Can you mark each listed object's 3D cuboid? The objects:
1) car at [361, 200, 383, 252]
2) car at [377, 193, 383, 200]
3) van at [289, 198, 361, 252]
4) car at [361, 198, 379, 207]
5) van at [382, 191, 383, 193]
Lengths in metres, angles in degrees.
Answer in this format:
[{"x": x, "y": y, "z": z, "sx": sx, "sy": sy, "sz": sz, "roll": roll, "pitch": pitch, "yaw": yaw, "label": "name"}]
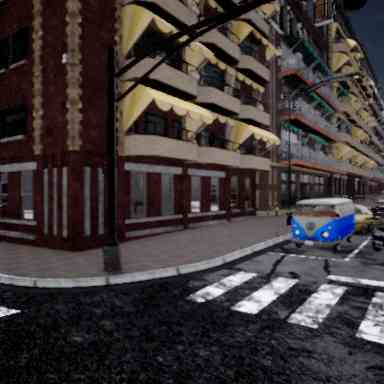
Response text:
[{"x": 7.802, "y": 1.266, "z": 12.130, "sx": 2.128, "sy": 1.511, "sz": 4.902, "roll": 0, "pitch": 1, "yaw": 35, "label": "car"}, {"x": 18.001, "y": 1.048, "z": 31.092, "sx": 2.008, "sy": 1.369, "sz": 4.403, "roll": 1, "pitch": 1, "yaw": 35, "label": "car"}, {"x": 5.101, "y": 1.144, "z": 12.769, "sx": 1.690, "sy": 1.788, "sz": 3.998, "roll": 1, "pitch": 1, "yaw": 35, "label": "van"}, {"x": 8.228, "y": 1.254, "z": 17.213, "sx": 1.752, "sy": 1.417, "sz": 4.829, "roll": 1, "pitch": 1, "yaw": 35, "label": "car"}, {"x": 21.226, "y": 0.762, "z": 35.668, "sx": 1.690, "sy": 1.788, "sz": 3.998, "roll": 1, "pitch": 1, "yaw": 35, "label": "van"}]
